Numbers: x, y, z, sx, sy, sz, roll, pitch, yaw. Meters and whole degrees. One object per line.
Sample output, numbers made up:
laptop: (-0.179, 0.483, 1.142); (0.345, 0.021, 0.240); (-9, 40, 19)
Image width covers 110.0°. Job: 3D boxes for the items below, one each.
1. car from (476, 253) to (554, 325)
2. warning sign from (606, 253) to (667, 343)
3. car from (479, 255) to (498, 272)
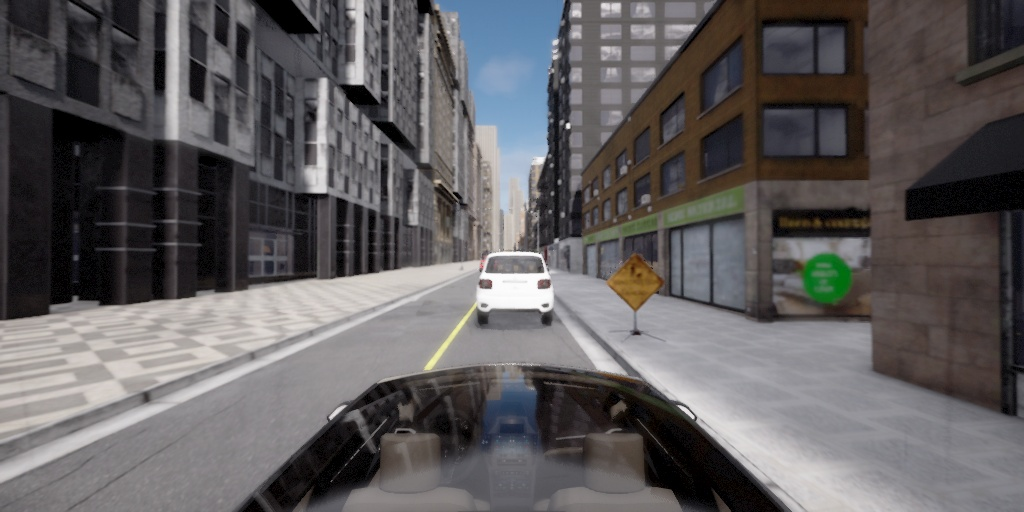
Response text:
car: (0.099, 0.954, 11.953); (2.150, 2.045, 5.566); (0, -1, 0)
warning sign: (2.730, 0.861, 7.928); (1.300, 1.860, 1.060); (0, 0, 0)
car: (-2.988, 0.925, 47.177); (2.150, 2.045, 5.566); (0, 0, 0)
